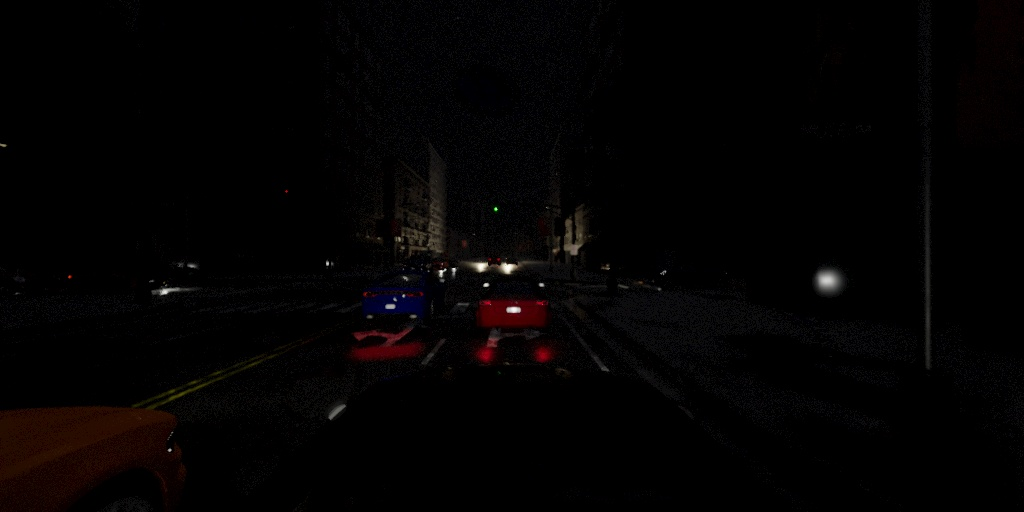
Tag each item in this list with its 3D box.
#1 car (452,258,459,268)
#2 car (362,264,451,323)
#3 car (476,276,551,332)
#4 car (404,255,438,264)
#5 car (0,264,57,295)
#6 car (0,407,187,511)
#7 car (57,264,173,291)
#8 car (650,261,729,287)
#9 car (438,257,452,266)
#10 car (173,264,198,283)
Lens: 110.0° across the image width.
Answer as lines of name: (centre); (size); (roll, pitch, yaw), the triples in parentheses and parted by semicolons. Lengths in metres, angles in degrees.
car: (-9.778, 1.119, 58.208); (1.837, 1.490, 4.892); (0, 0, 0)
car: (-3.402, 1.205, 12.107); (1.882, 1.535, 5.008); (0, 0, -3)
car: (0.060, 1.294, 10.850); (1.994, 1.385, 4.181); (0, 0, 0)
car: (-9.818, 0.888, 37.921); (2.150, 2.045, 5.566); (0, 0, 0)
car: (-25.405, 1.135, 18.013); (4.097, 1.591, 1.967); (0, 0, 0)
car: (-3.153, 1.231, 0.353); (1.882, 1.535, 5.008); (0, 0, 0)
car: (-22.585, 1.265, 20.537); (4.181, 1.385, 1.994); (0, 0, 0)
car: (11.562, 1.090, 23.667); (4.553, 1.767, 2.097); (0, 0, 1)
car: (-9.814, 0.994, 47.849); (2.097, 1.767, 4.553); (0, 0, 0)
car: (-25.358, 1.275, 26.038); (4.313, 1.339, 1.948); (0, 0, 0)
